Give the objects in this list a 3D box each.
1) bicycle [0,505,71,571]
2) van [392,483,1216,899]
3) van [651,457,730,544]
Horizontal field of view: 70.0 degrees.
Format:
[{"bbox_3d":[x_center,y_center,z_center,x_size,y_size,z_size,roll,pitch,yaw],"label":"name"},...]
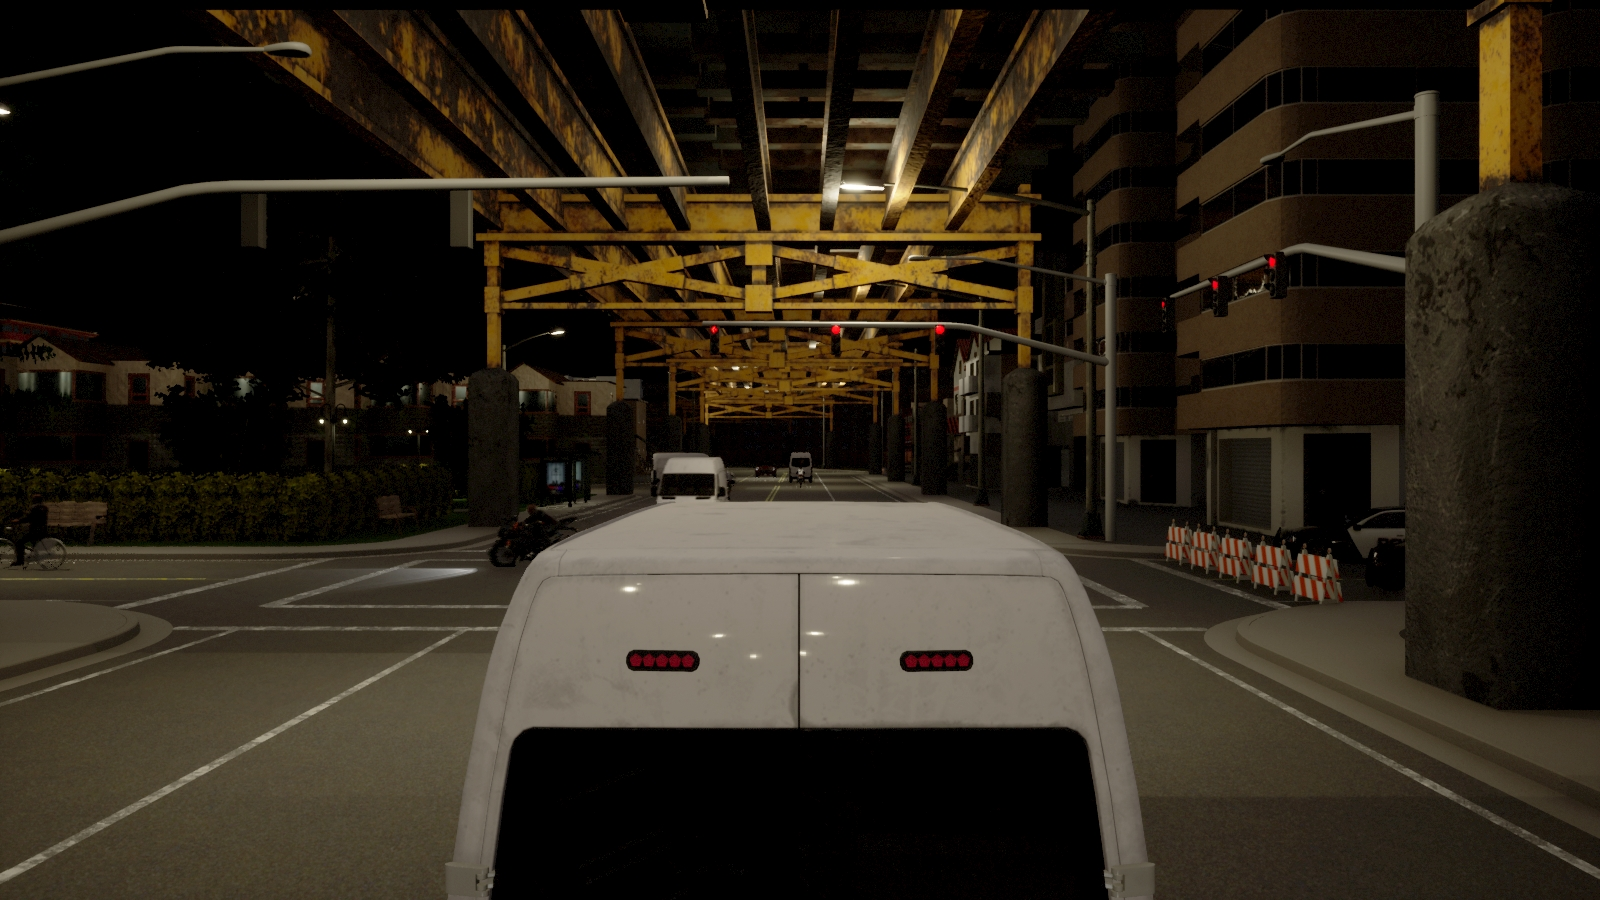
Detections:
[{"bbox_3d":[-17.962,2.036,26.519,1.835,1.496,0.329,0,0,-1],"label":"bicycle"},{"bbox_3d":[0.015,1.531,5.717,1.988,2.561,5.915,0,0,0],"label":"van"},{"bbox_3d":[-3.473,1.518,37.203,1.988,2.561,5.915,0,0,0],"label":"van"}]
